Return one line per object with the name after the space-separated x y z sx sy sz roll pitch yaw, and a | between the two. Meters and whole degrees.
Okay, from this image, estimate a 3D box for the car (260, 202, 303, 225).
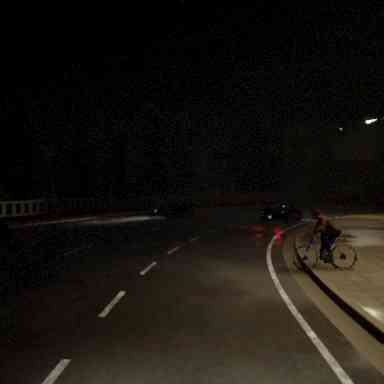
6.317 1.423 23.397 1.812 1.442 4.674 0 0 34 | car

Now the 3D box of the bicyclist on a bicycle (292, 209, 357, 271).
3.480 1.278 8.823 1.656 1.620 0.582 -3 0 8 | bicyclist on a bicycle

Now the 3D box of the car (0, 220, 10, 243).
-9.251 1.499 12.965 1.994 1.385 4.181 0 0 11 | car

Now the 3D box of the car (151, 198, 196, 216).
-1.640 1.352 30.462 2.128 1.511 4.902 0 0 37 | car
